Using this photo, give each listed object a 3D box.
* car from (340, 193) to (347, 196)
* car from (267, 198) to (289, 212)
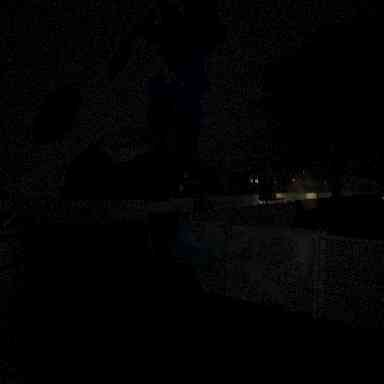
[{"bbox_3d":[23.190,0.936,51.646,2.097,1.767,4.553,0,0,36],"label":"car"},{"bbox_3d":[8.271,1.307,31.015,2.033,1.411,5.357,0,0,36],"label":"car"}]
